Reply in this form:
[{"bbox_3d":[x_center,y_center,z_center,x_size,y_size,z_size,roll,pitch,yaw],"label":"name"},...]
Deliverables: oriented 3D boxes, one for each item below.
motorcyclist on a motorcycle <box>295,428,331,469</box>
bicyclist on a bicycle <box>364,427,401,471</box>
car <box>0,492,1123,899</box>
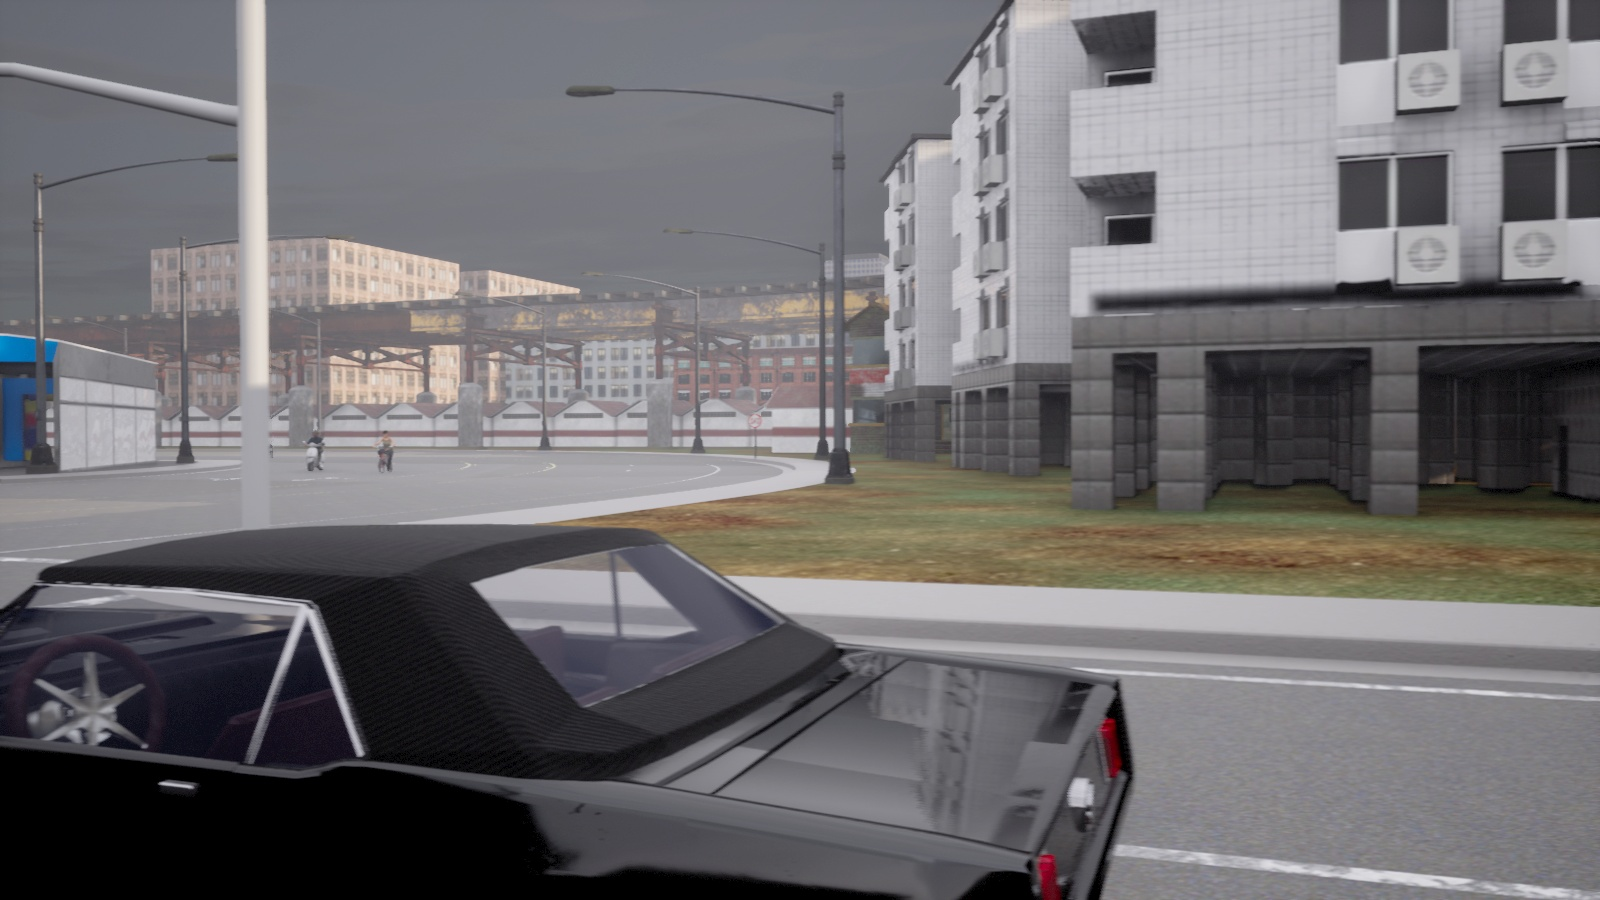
[{"bbox_3d":[-19.131,-0.083,49.367,0.866,1.590,1.817,0,1,-5],"label":"motorcyclist on a motorcycle"},{"bbox_3d":[-15.523,-0.044,46.726,0.866,1.612,1.509,0,1,-1],"label":"bicyclist on a bicycle"},{"bbox_3d":[-1.564,0.862,3.702,4.718,1.301,1.895,1,1,19],"label":"car"}]
